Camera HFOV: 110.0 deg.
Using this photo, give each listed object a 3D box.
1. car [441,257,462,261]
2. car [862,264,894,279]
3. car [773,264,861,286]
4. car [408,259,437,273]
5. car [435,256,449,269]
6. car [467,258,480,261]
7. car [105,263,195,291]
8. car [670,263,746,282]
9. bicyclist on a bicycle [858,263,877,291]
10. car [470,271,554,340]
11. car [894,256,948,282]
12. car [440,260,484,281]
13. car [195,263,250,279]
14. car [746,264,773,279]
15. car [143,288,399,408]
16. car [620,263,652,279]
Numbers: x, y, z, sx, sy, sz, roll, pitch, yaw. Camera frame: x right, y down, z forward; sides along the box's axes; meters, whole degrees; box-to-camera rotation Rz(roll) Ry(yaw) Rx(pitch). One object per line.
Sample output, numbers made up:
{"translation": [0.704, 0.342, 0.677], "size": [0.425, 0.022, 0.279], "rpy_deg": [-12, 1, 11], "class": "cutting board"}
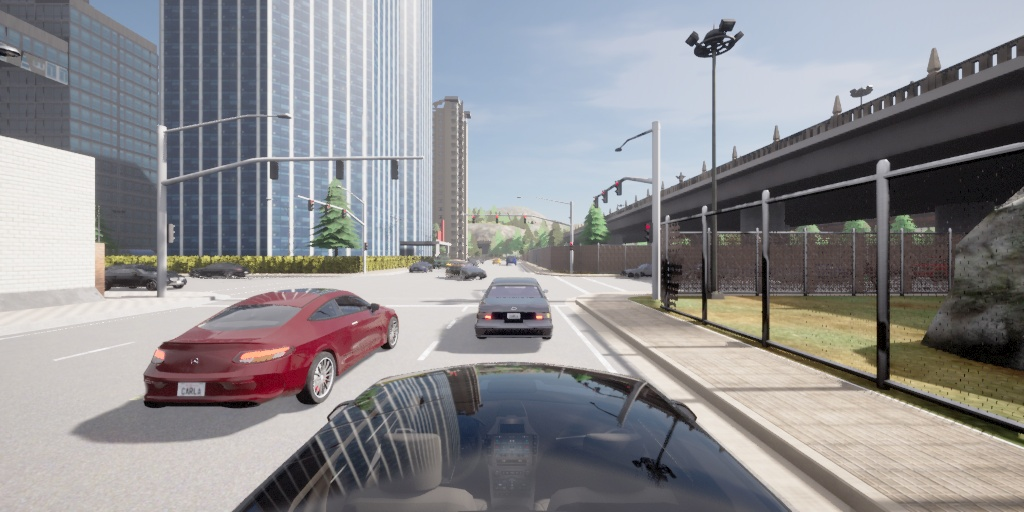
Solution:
{"translation": [-7.192, 1.228, 45.195], "size": [1.882, 1.535, 5.008], "rpy_deg": [0, 0, 0], "class": "car"}
{"translation": [32.233, 1.406, 32.708], "size": [4.718, 1.301, 1.895], "rpy_deg": [0, 0, 0], "class": "car"}
{"translation": [21.552, 1.369, 25.475], "size": [4.181, 1.385, 1.994], "rpy_deg": [0, 0, 0], "class": "car"}
{"translation": [-10.762, 1.314, 42.551], "size": [1.994, 1.385, 4.181], "rpy_deg": [0, 0, 2], "class": "car"}
{"translation": [-10.714, 0.971, 55.073], "size": [2.150, 2.045, 5.566], "rpy_deg": [0, 0, -1], "class": "car"}
{"translation": [-7.200, 1.256, 63.405], "size": [1.837, 1.490, 4.892], "rpy_deg": [0, 0, 0], "class": "car"}
{"translation": [-22.587, 1.331, 21.799], "size": [4.674, 1.442, 1.812], "rpy_deg": [0, 0, 0], "class": "car"}
{"translation": [15.660, 1.297, 29.145], "size": [4.902, 1.511, 2.128], "rpy_deg": [0, 0, 0], "class": "car"}
{"translation": [18.263, 1.106, 18.173], "size": [0.582, 1.620, 1.656], "rpy_deg": [0, 0, 0], "class": "bicyclist on a bicycle"}
{"translation": [0.078, 1.297, 9.994], "size": [2.033, 1.411, 5.357], "rpy_deg": [0, 0, 1], "class": "car"}
{"translation": [35.230, 1.027, 29.220], "size": [5.566, 2.045, 2.150], "rpy_deg": [0, 0, -1], "class": "car"}
{"translation": [-4.098, 1.327, 30.888], "size": [2.033, 1.411, 5.357], "rpy_deg": [0, 0, -31], "class": "car"}
{"translation": [-26.501, 1.331, 32.586], "size": [4.674, 1.442, 1.812], "rpy_deg": [0, 0, -2], "class": "car"}
{"translation": [22.306, 1.406, 32.674], "size": [4.718, 1.301, 1.895], "rpy_deg": [0, 0, 0], "class": "car"}
{"translation": [-3.450, 1.276, 6.174], "size": [1.812, 1.442, 4.674], "rpy_deg": [0, 0, 0], "class": "car"}
{"translation": [12.716, 1.353, 32.632], "size": [5.357, 1.411, 2.033], "rpy_deg": [0, 0, 0], "class": "car"}
